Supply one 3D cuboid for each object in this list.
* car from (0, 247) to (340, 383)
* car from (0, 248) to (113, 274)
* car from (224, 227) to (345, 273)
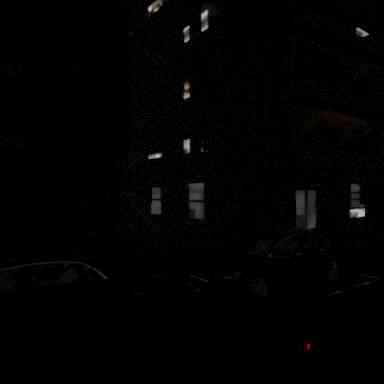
[{"bbox_3d":[-1.229,1.547,2.503,5.357,1.411,2.033,0,0,-35],"label":"car"},{"bbox_3d":[-2.688,1.550,4.645,4.403,1.369,2.008,0,0,-35],"label":"car"},{"bbox_3d":[1.910,1.545,7.924,4.403,1.369,2.008,0,0,-35],"label":"car"}]
